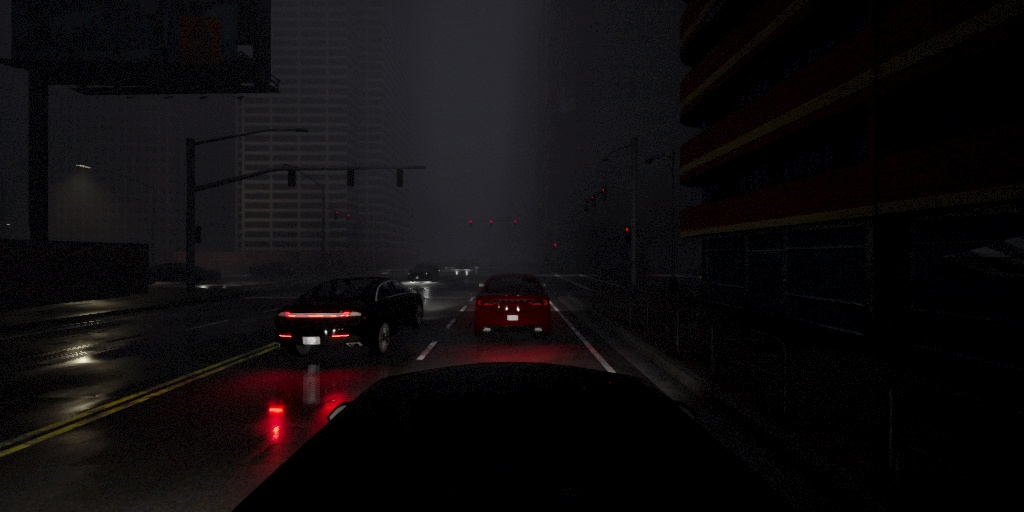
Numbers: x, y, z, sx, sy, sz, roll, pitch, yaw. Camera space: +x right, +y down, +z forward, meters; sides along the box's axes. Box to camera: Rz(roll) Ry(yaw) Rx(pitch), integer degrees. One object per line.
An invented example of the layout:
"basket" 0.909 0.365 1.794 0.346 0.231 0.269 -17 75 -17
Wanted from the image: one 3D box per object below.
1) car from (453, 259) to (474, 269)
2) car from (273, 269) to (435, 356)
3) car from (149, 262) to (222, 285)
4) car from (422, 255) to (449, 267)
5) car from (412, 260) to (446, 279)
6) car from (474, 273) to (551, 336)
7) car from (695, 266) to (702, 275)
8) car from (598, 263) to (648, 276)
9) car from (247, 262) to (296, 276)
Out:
"car" -7.495 1.253 55.652 1.837 1.490 4.892 0 0 0
"car" -3.477 1.242 8.592 2.128 1.511 4.902 0 0 -1
"car" -23.942 1.228 25.988 5.008 1.535 1.882 0 0 0
"car" -10.968 1.102 51.744 2.097 1.767 4.553 0 0 0
"car" -7.311 1.297 30.213 2.033 1.411 5.357 0 0 0
"car" 0.011 1.228 10.481 1.882 1.535 5.008 0 0 0
"car" 21.448 1.228 36.741 5.008 1.535 1.882 0 0 0
"car" 11.322 1.351 36.790 4.718 1.301 1.895 0 0 2
"car" -24.507 1.314 36.680 4.181 1.385 1.994 0 0 0
